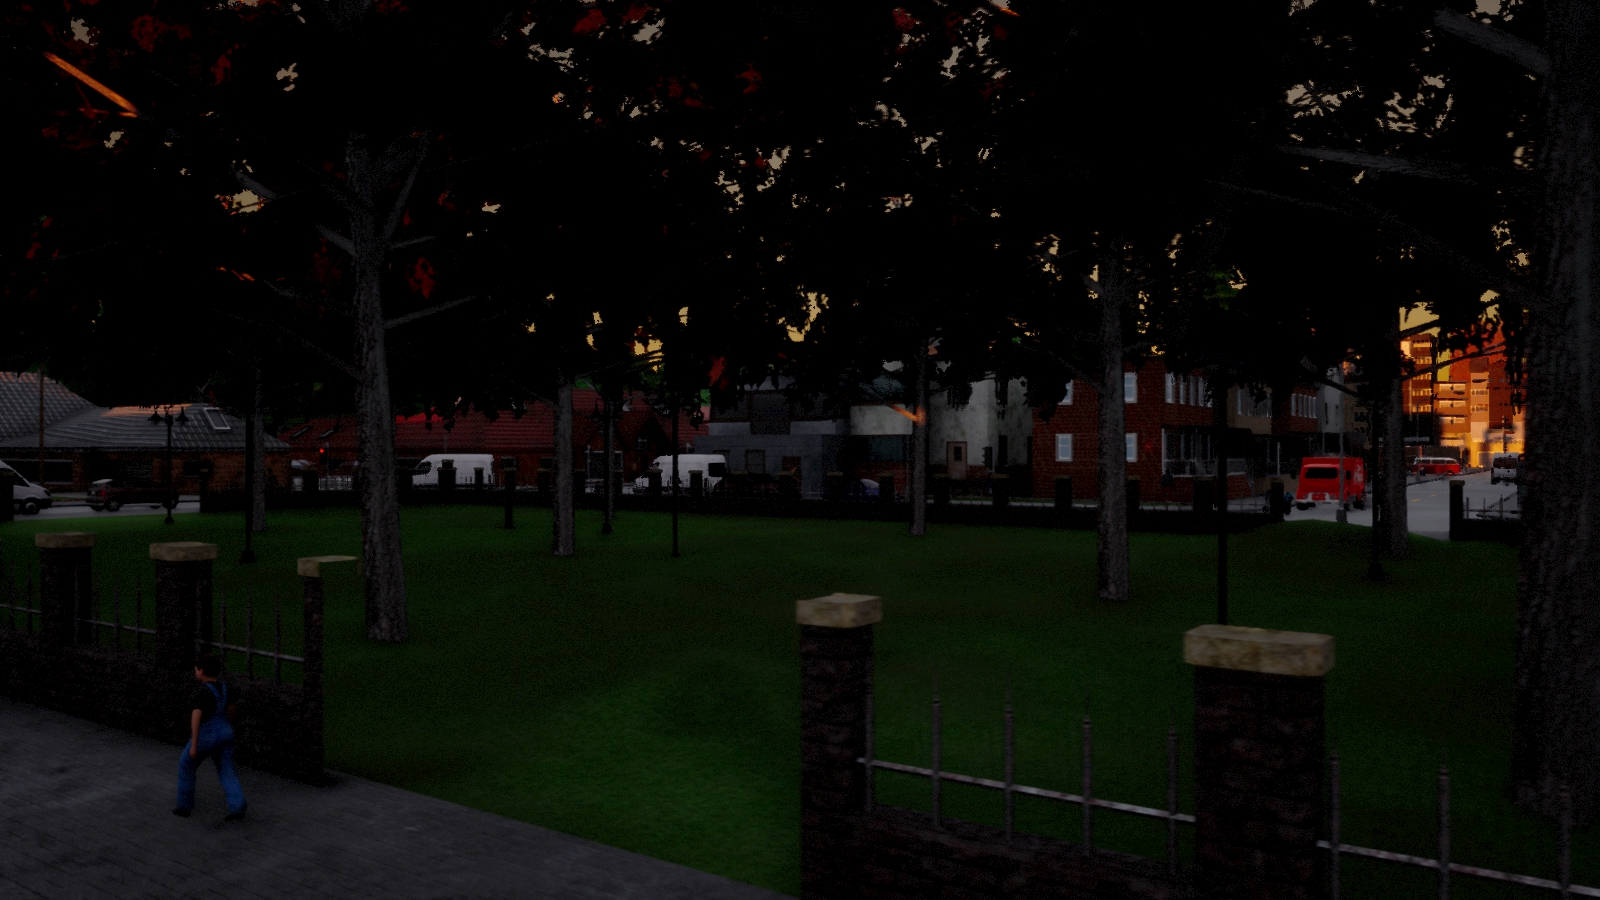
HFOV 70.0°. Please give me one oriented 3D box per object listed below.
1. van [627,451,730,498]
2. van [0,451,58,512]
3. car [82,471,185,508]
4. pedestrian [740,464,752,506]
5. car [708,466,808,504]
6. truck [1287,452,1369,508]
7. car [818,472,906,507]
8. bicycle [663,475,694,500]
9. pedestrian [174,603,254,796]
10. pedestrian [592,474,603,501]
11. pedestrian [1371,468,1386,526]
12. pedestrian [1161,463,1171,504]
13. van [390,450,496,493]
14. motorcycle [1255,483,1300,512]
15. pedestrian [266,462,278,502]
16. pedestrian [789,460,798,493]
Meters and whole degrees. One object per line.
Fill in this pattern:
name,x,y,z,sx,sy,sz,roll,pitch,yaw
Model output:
van,-6.891,1.313,64.419,5.915,2.561,1.988,0,0,35
van,-34.699,1.312,47.712,1.988,2.561,5.915,0,0,36
car,-30.898,1.804,53.031,1.789,1.549,3.705,0,0,35
pedestrian,-2.380,1.524,49.922,0.375,1.860,0.375,0,0,32
car,-2.073,1.684,56.164,4.553,1.767,2.097,0,0,35
truck,24.819,1.348,53.575,2.627,2.467,5.204,0,0,35
car,2.872,1.817,52.911,3.633,1.501,1.845,0,0,36
bicycle,-6.288,1.939,59.189,1.835,1.271,0.329,0,0,35
pedestrian,-4.286,1.805,8.357,0.375,1.300,0.375,0,0,30
pedestrian,-9.803,1.803,55.387,0.375,1.300,0.375,0,0,-42
pedestrian,18.837,1.524,37.205,0.375,1.860,0.375,0,0,35
pedestrian,16.530,1.515,51.549,0.375,1.860,0.375,0,0,25
van,-21.724,1.312,69.714,5.915,2.561,1.988,0,-1,-10
motorcycle,20.166,1.992,48.266,2.033,1.145,0.803,0,-1,-36
pedestrian,-24.941,1.523,54.002,0.375,1.860,0.375,0,0,28
pedestrian,-0.376,1.515,65.270,0.375,1.860,0.375,0,0,35
